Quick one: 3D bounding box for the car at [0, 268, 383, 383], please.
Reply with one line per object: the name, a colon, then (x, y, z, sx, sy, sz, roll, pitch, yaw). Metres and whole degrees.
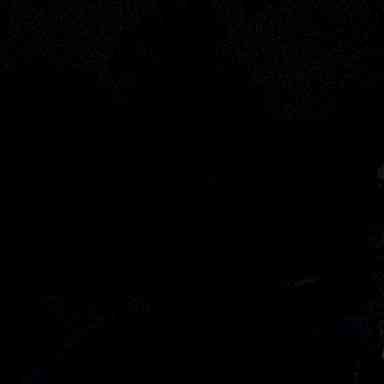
car: (-0.233, 1.546, 3.276, 5.357, 1.411, 2.033, 0, 0, -35)
